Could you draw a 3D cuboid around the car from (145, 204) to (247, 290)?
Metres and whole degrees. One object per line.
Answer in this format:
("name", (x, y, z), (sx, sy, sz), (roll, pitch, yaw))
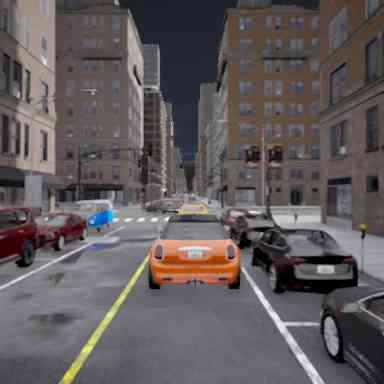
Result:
("car", (0.044, 1.374, 9.304), (2.097, 1.767, 4.553), (0, 0, -1))

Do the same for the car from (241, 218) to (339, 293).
("car", (2.669, 1.587, 8.716), (1.947, 1.339, 4.313), (0, 0, 0))

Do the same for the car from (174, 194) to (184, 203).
("car", (-2.897, 1.419, 77.088), (2.150, 2.045, 5.566), (0, 0, 0))

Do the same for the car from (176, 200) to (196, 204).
("car", (0.096, 1.527, 20.887), (1.882, 1.535, 5.008), (0, 0, 0))

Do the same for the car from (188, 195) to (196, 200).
("car", (0.057, 1.736, 85.505), (2.128, 1.511, 4.902), (0, 0, 0))

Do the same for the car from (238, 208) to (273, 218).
("car", (2.668, 1.600, 14.301), (1.947, 1.339, 4.313), (0, 0, 0))

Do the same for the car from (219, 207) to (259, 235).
("car", (2.667, 1.629, 19.886), (1.802, 1.307, 4.206), (0, 0, 0))

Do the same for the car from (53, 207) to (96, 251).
("car", (-5.857, 1.579, 14.297), (1.887, 1.381, 4.507), (0, 0, 0))

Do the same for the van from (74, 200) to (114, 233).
("van", (-5.858, 1.388, 19.884), (1.690, 1.788, 3.998), (0, 0, 0))

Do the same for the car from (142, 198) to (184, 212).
("car", (-3.288, 1.620, 35.497), (2.033, 1.411, 5.357), (0, 0, -38))

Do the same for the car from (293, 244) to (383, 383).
("car", (2.670, 1.558, 3.132), (2.008, 1.369, 4.403), (0, 0, 0))

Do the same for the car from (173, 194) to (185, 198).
("car", (-2.850, 1.503, 61.872), (2.097, 1.767, 4.553), (0, 0, 0))

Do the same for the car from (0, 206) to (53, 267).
("car", (-5.856, 1.336, 8.711), (2.192, 1.841, 5.009), (0, 0, 0))
